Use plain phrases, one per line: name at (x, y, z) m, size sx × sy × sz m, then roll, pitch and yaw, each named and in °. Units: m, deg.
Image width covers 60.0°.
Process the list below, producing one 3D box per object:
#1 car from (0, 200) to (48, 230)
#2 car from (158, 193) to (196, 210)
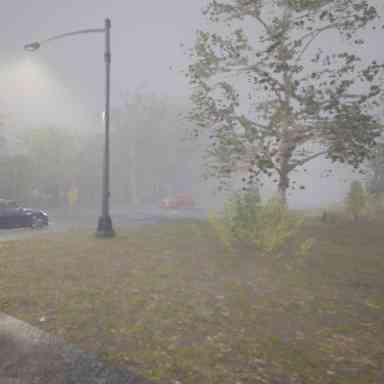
car at (-9.966, 1.165, 17.406) m, size 2.097 × 1.767 × 4.553 m, roll 1°, pitch 0°, yaw 36°
car at (-1.783, 1.197, 40.611) m, size 2.150 × 2.045 × 5.566 m, roll 1°, pitch 2°, yaw 36°
